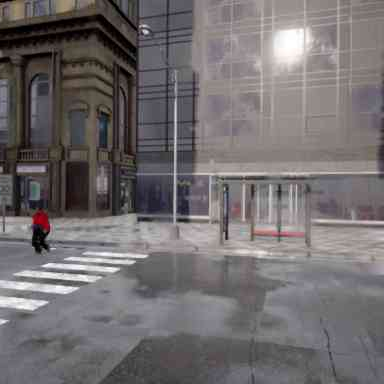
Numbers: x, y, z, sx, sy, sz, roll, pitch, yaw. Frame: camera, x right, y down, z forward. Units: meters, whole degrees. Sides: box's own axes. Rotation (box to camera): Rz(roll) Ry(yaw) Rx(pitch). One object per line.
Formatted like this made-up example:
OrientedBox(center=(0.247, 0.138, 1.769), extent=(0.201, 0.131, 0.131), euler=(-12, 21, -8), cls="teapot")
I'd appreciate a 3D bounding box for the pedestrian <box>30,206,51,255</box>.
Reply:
OrientedBox(center=(-5.351, 1.277, 11.754), extent=(0.375, 1.860, 0.375), euler=(1, 1, 16), cls="pedestrian")
